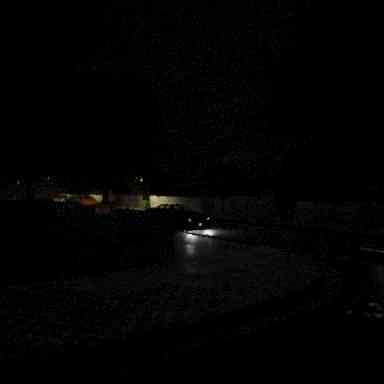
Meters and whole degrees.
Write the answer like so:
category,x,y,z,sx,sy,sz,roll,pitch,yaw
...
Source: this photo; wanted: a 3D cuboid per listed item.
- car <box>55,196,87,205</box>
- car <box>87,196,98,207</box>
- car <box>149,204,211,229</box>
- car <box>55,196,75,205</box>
category,x,y,z,sx,sy,sz,roll,pitch,yaw
car,-14.953,1.349,40.681,2.033,1.411,5.357,0,0,-35
car,-14.266,1.267,44.632,1.882,1.535,5.008,0,0,-35
car,-1.066,1.463,21.260,2.033,1.411,5.357,0,0,-36
car,-20.286,1.346,52.936,1.895,1.301,4.718,0,0,-36
